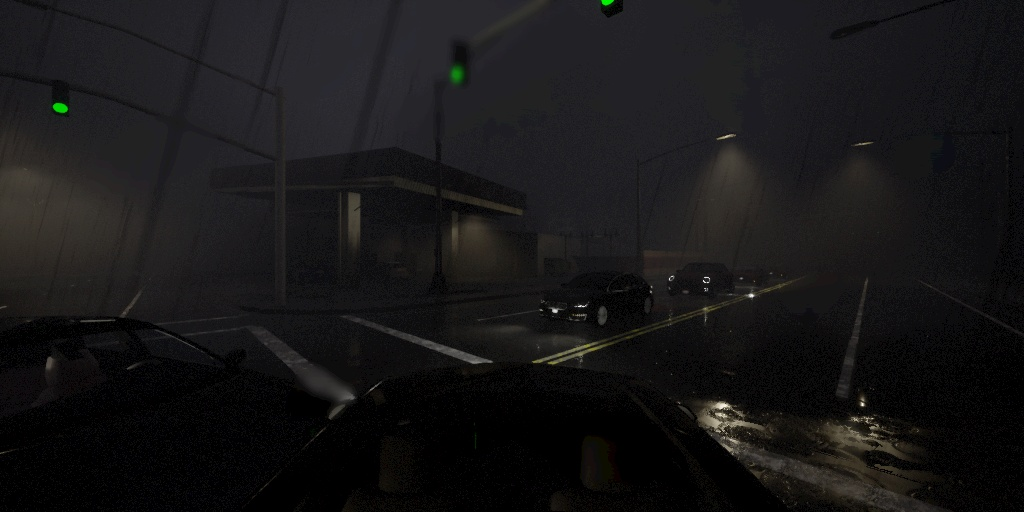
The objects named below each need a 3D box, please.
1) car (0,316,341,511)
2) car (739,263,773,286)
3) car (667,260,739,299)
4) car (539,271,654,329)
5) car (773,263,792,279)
[{"bbox_3d":[-3.420,1.242,2.520,4.902,1.511,2.128,0,0,15],"label":"car"},{"bbox_3d":[16.650,1.314,25.292,1.994,1.385,4.181,0,0,44],"label":"car"},{"bbox_3d":[9.722,1.102,18.382,4.553,1.767,2.097,0,0,-45],"label":"car"},{"bbox_3d":[2.883,1.255,11.538,1.837,1.490,4.892,0,0,45],"label":"car"},{"bbox_3d":[23.784,1.314,32.344,4.181,1.385,1.994,0,0,-45],"label":"car"}]
